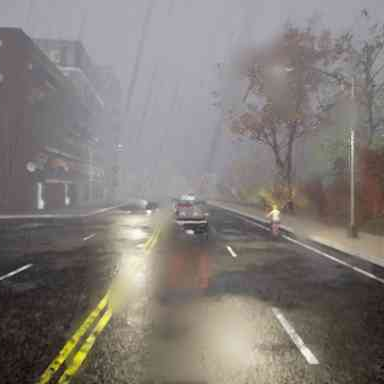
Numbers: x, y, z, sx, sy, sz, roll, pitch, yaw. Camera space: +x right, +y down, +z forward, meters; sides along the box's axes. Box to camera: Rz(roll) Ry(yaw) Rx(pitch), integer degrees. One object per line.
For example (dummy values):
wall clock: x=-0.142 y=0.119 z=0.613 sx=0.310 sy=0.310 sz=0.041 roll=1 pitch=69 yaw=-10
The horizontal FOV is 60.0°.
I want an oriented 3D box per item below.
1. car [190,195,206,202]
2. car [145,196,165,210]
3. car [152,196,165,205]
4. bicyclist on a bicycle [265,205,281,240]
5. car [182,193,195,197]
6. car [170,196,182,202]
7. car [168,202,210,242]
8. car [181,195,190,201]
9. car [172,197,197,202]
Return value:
car: x=1.137 y=1.568 z=53.933 sx=1.895 sy=1.301 sz=4.718 roll=0 pitch=0 yaw=-5
car: x=-4.695 y=1.548 z=41.556 sx=1.994 sy=1.385 sz=4.181 roll=0 pitch=0 yaw=-3
car: x=-6.001 y=1.459 z=59.668 sx=2.128 sy=1.511 sz=4.902 roll=0 pitch=0 yaw=-4
bicyclist on a bicycle: x=3.944 y=1.429 z=15.952 sx=0.866 sy=1.612 sz=1.509 roll=0 pitch=0 yaw=-2
car: x=-0.383 y=1.175 z=69.746 sx=2.150 sy=2.045 sz=5.566 roll=0 pitch=0 yaw=-6
car: x=-3.788 y=1.548 z=71.036 sx=1.895 sy=1.301 sz=4.718 roll=0 pitch=0 yaw=-6
car: x=-0.148 y=1.486 z=16.492 sx=2.128 sy=1.511 sz=4.902 roll=0 pitch=0 yaw=-1
car: x=-1.572 y=1.462 z=80.495 sx=1.812 sy=1.442 sz=4.674 roll=0 pitch=0 yaw=-7
car: x=-0.852 y=1.550 z=34.471 sx=1.994 sy=1.385 sz=4.181 roll=0 pitch=0 yaw=-3
